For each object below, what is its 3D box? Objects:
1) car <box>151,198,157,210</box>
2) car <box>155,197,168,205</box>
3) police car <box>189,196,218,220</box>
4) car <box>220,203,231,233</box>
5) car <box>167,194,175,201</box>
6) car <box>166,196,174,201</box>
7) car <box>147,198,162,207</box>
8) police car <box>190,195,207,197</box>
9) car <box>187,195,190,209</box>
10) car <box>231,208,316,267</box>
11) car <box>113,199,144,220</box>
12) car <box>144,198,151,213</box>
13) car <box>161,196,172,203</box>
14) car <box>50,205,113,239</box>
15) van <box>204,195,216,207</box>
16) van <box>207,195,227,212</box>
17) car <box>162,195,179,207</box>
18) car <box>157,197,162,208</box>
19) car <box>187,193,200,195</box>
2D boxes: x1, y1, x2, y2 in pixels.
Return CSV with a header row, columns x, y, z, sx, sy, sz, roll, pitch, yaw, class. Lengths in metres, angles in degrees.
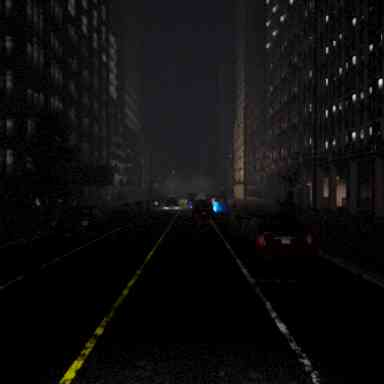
x,y,z,sx,sy,sz,roll,pitch,yaw,class
-5.678,1.565,39.875,1.887,1.381,4.507,-1,0,0,car
-5.668,1.583,62.610,2.008,1.369,4.403,-1,0,0,car
0.914,1.440,28.644,1.930,1.638,5.238,0,0,0,police car
2.691,1.534,17.307,1.752,1.417,4.829,-1,0,0,car
-5.655,1.485,91.028,1.967,1.590,4.097,-1,0,0,car
-5.656,1.624,85.344,1.802,1.307,4.206,-1,0,0,car
-5.673,1.608,51.243,1.802,1.307,4.206,-1,0,0,car
0.918,1.445,38.645,1.930,1.638,5.238,0,0,0,police car
0.665,1.501,44.634,1.882,1.535,5.008,0,0,7,car
2.687,1.446,11.453,1.967,1.590,4.097,-1,0,0,car
-5.684,1.565,28.508,2.008,1.369,4.403,-1,0,0,car
-5.681,1.583,34.192,1.947,1.339,4.313,-1,0,0,car
-5.662,1.588,73.977,2.008,1.369,4.403,-1,0,0,car
-5.690,1.449,17.141,1.967,1.590,4.097,-1,0,0,car
2.705,1.367,51.239,1.690,1.788,3.998,-1,0,0,van
2.697,1.359,34.188,1.690,1.788,3.998,-1,0,0,van
-3.053,1.504,51.107,1.882,1.535,5.008,0,0,0,car
-5.676,1.574,45.559,2.008,1.369,4.403,-1,0,0,car
0.031,1.511,64.547,1.882,1.535,5.008,0,0,0,car
